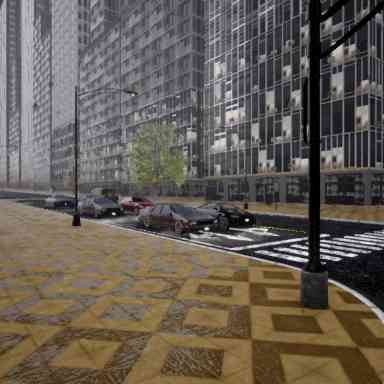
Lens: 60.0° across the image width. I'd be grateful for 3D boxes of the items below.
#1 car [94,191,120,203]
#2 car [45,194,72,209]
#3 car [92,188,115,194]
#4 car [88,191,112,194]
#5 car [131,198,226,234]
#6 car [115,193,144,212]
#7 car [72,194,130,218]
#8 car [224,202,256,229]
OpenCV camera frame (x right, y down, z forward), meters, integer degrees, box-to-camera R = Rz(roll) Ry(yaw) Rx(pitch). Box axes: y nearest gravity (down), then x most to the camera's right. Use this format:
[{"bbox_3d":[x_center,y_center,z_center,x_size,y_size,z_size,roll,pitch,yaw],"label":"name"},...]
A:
[{"bbox_3d":[-12.530,0.660,48.668,1.837,1.490,4.892,0,1,-38],"label":"car"},{"bbox_3d":[-13.370,0.939,33.588,1.994,1.385,4.181,0,1,-38],"label":"car"},{"bbox_3d":[-11.546,0.488,42.123,2.150,2.045,5.566,0,1,-38],"label":"car"},{"bbox_3d":[-10.995,0.913,35.825,2.033,1.411,5.357,0,1,-38],"label":"car"},{"bbox_3d":[-0.940,1.292,17.708,2.033,1.411,5.357,0,1,-38],"label":"car"},{"bbox_3d":[-4.579,1.083,27.614,1.812,1.442,4.674,0,1,-38],"label":"car"},{"bbox_3d":[-7.167,1.107,25.648,2.033,1.411,5.357,0,1,-38],"label":"car"},{"bbox_3d":[1.751,1.309,19.545,1.994,1.385,4.181,0,1,-38],"label":"car"}]
